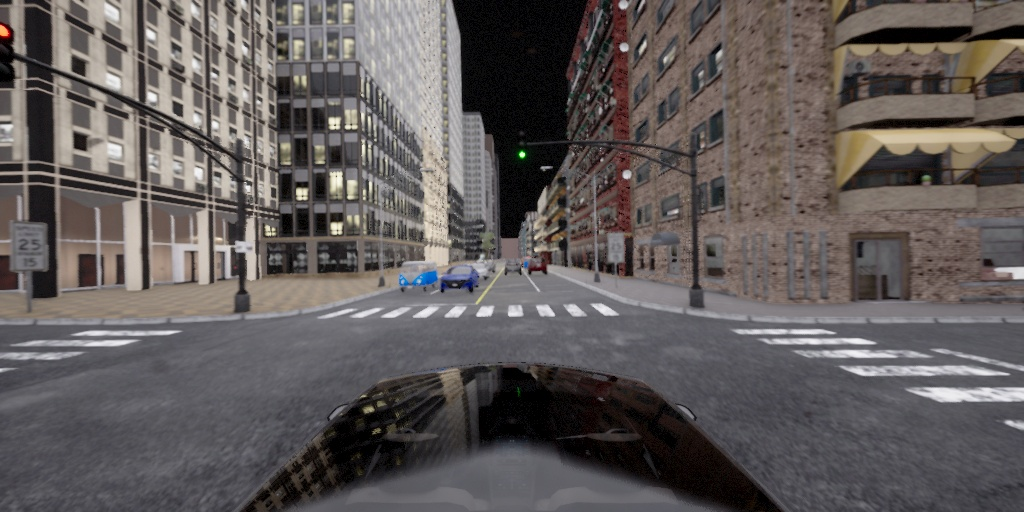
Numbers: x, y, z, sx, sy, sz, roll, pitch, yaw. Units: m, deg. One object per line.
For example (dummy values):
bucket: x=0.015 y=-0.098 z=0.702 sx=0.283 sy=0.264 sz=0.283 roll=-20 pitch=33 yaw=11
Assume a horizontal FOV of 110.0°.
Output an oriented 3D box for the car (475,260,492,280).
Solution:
car: x=-3.074 y=1.364 z=32.010 sx=1.812 sy=1.442 sz=4.674 roll=-1 pitch=0 yaw=0

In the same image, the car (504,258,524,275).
car: x=0.115 y=1.279 z=40.040 sx=2.128 sy=1.511 sz=4.902 roll=-1 pitch=0 yaw=0

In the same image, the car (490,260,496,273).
car: x=-3.038 y=1.356 z=44.909 sx=2.128 sy=1.511 sz=4.902 roll=-1 pitch=0 yaw=1

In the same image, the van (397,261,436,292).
van: x=-5.675 y=1.213 z=22.063 sx=1.690 sy=1.789 sz=3.998 roll=0 pitch=0 yaw=0

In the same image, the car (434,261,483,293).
car: x=-3.089 y=1.294 z=21.876 sx=1.882 sy=1.535 sz=5.008 roll=-1 pitch=0 yaw=0

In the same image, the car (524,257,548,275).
car: x=2.719 y=1.044 z=38.709 sx=2.192 sy=1.841 sz=5.009 roll=0 pitch=0 yaw=0
